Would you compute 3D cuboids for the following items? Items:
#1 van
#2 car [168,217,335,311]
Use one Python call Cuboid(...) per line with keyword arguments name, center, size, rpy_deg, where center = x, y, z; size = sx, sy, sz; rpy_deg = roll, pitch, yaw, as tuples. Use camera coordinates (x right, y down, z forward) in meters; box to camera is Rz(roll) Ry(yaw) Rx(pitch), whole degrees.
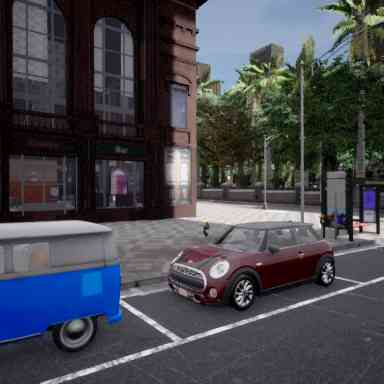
Cuboid(name="van", center=(-2.970, 1.341, 4.536), size=(3.998, 1.788, 1.690), rpy_deg=(0, 0, -36))
Cuboid(name="car", center=(1.445, 1.439, 7.689), size=(4.097, 1.590, 1.967), rpy_deg=(0, 0, -36))
